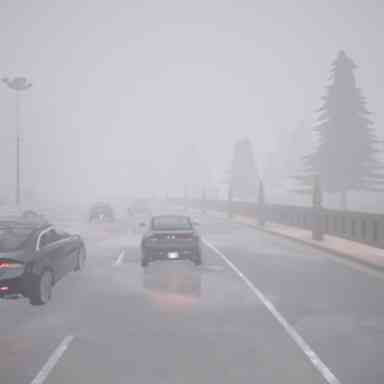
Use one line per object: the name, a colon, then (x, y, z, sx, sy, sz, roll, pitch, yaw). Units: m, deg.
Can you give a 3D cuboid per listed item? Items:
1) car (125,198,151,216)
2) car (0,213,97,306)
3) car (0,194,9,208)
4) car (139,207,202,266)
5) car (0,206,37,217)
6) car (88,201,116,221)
car: (-5.266, 1.360, 32.365, 2.097, 1.767, 4.553, 0, 0, -17)
car: (-3.934, 1.503, 7.977, 2.128, 1.511, 4.902, 0, 0, -5)
car: (-28.725, 1.308, 49.802, 2.150, 2.045, 5.566, 0, 0, -31)
car: (-0.776, 1.504, 11.645, 1.837, 1.490, 4.892, 0, 0, -6)
car: (-8.522, 1.551, 16.443, 1.812, 1.442, 4.674, 0, 0, -9)
car: (-7.284, 1.522, 26.919, 1.837, 1.490, 4.892, 0, 0, -14)
